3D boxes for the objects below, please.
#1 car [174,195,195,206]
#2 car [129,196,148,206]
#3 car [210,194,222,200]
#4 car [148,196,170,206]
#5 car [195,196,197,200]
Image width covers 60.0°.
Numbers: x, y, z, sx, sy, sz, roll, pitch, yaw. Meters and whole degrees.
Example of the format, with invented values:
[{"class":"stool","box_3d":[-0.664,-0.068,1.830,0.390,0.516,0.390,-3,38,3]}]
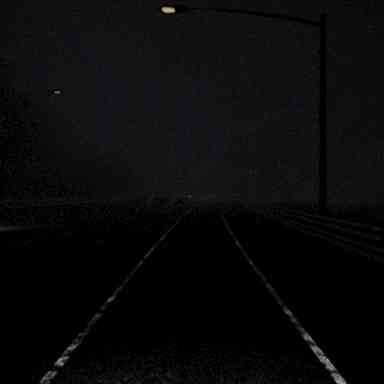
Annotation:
[{"class":"car","box_3d":[-1.295,1.461,52.445,1.895,1.301,4.718,0,0,12]},{"class":"car","box_3d":[-8.383,1.366,52.629,1.837,1.490,4.892,0,0,12]},{"class":"car","box_3d":[6.703,1.528,86.298,1.895,1.301,4.718,0,0,15]},{"class":"car","box_3d":[-4.828,1.367,52.529,1.837,1.490,4.892,0,0,12]},{"class":"car","box_3d":[0.107,1.465,88.735,2.128,1.511,4.902,0,0,15]}]
